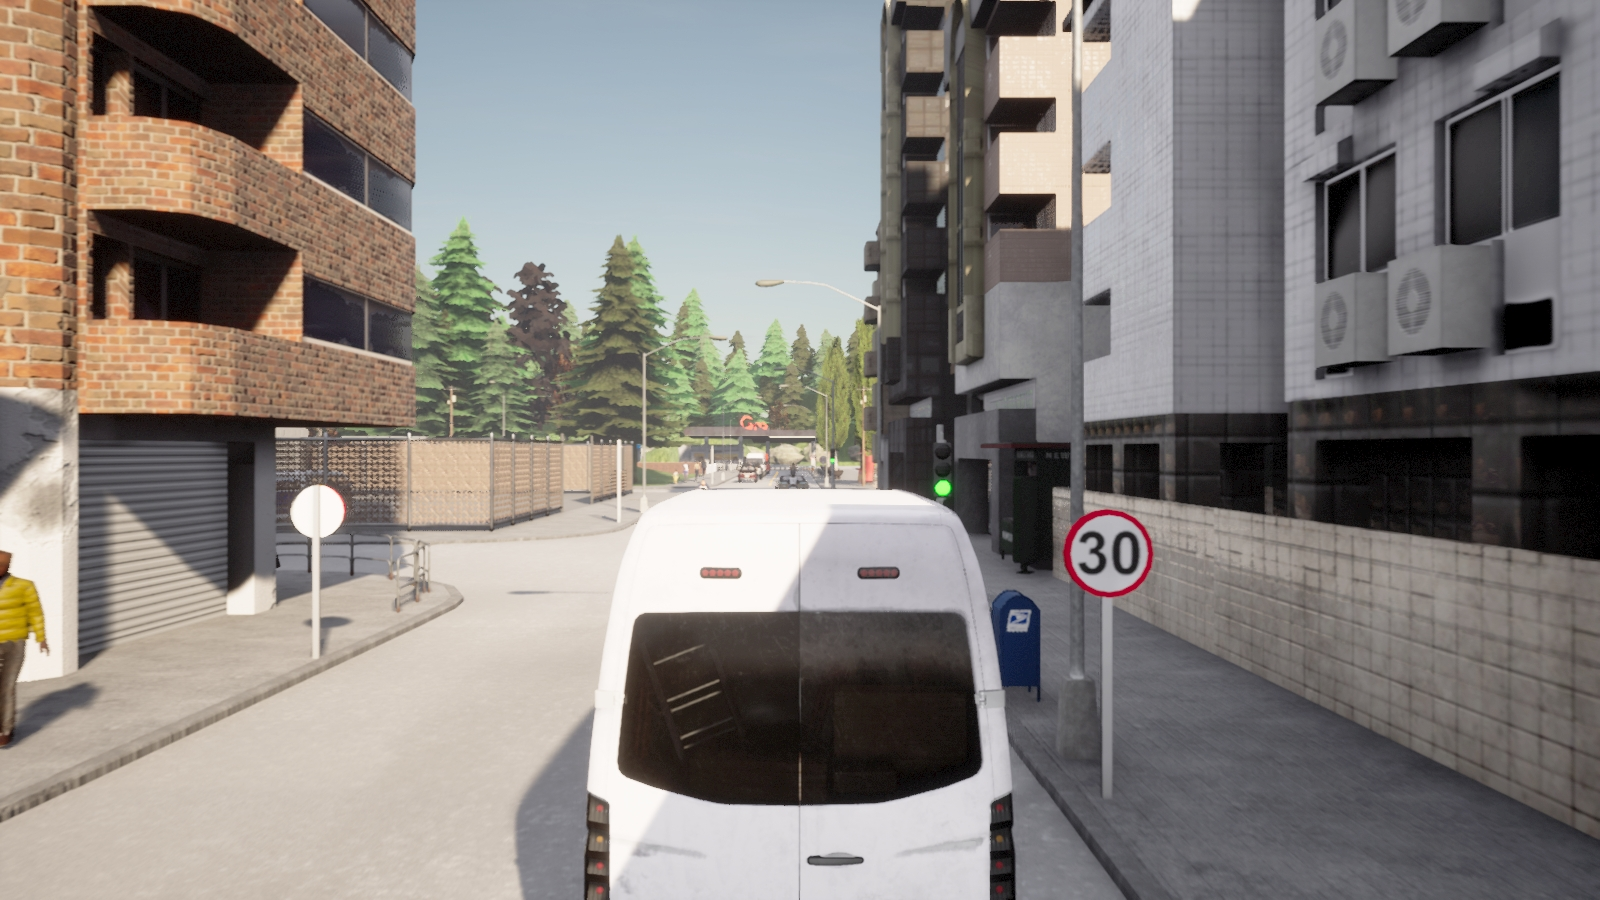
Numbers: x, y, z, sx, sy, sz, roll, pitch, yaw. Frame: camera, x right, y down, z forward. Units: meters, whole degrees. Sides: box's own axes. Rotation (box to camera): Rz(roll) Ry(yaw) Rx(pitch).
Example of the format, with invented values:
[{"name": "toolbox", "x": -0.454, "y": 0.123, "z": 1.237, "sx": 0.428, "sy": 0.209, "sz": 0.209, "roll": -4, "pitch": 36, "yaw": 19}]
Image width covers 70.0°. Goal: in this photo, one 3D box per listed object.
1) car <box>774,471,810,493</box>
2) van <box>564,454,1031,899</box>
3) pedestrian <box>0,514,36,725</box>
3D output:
[{"name": "car", "x": -0.544, "y": 1.987, "z": 71.835, "sx": 1.895, "sy": 1.301, "sz": 4.718, "roll": 0, "pitch": 0, "yaw": -5}, {"name": "van", "x": -0.027, "y": 1.321, "z": 7.822, "sx": 1.988, "sy": 2.561, "sz": 5.915, "roll": 0, "pitch": 0, "yaw": 0}, {"name": "pedestrian", "x": -7.228, "y": 1.524, "z": 10.382, "sx": 0.375, "sy": 1.860, "sz": 0.375, "roll": 0, "pitch": 0, "yaw": -15}]
